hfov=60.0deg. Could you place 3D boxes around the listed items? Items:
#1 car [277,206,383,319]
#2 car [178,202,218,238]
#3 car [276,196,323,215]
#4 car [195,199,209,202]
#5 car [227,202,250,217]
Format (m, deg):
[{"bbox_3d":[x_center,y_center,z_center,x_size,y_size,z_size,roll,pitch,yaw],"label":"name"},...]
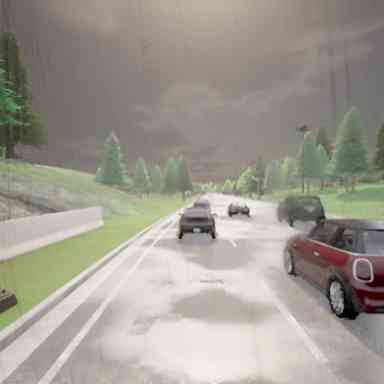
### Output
[{"bbox_3d":[3.617,1.364,7.547,2.097,1.767,4.553,0,0,0],"label":"car"},{"bbox_3d":[0.294,1.533,17.899,1.837,1.490,4.892,0,0,2],"label":"car"},{"bbox_3d":[7.479,1.258,23.332,2.150,2.045,5.566,0,0,2],"label":"car"},{"bbox_3d":[1.136,1.536,36.763,1.882,1.535,5.008,0,0,3],"label":"car"},{"bbox_3d":[4.379,1.651,31.903,1.895,1.301,4.718,0,0,3],"label":"car"}]
